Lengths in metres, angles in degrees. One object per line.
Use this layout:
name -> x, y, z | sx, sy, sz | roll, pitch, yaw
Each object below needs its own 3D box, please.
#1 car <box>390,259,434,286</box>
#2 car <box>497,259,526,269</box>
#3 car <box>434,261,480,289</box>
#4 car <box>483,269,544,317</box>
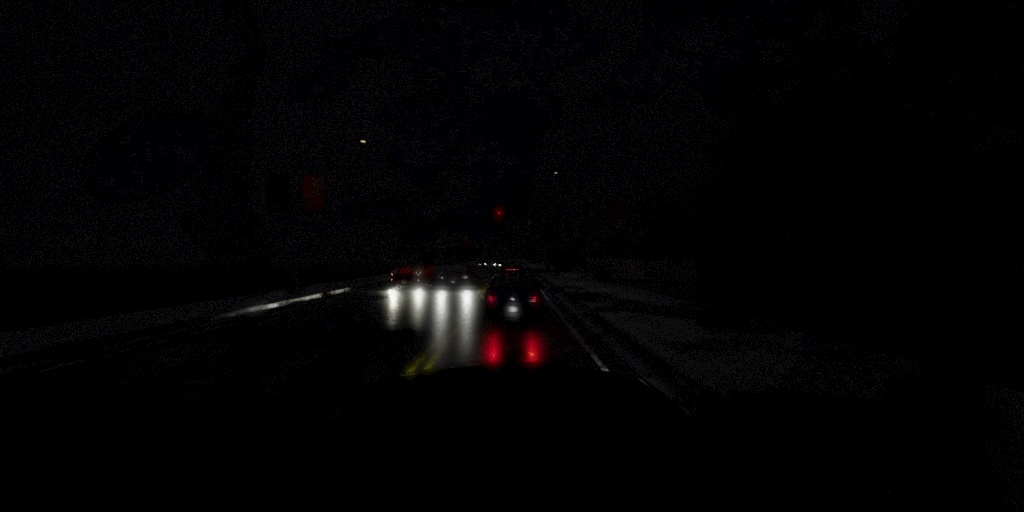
car -> -6.575, 1.032, 24.154 | 2.097, 1.767, 4.553 | 0, 0, 0
car -> 0.055, 1.170, 28.297 | 1.837, 1.490, 4.892 | 0, 0, 0
car -> -3.335, 1.211, 22.664 | 1.812, 1.442, 4.674 | 0, 0, 0
car -> 0.058, 1.319, 13.025 | 1.895, 1.301, 4.718 | 0, 0, 0
